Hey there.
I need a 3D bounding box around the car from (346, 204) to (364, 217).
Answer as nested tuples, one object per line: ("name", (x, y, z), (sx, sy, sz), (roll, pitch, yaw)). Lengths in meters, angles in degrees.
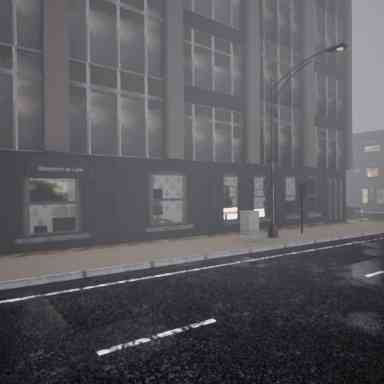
("car", (15.214, 1.785, 34.605), (2.128, 1.511, 4.902), (-1, 0, -37))
